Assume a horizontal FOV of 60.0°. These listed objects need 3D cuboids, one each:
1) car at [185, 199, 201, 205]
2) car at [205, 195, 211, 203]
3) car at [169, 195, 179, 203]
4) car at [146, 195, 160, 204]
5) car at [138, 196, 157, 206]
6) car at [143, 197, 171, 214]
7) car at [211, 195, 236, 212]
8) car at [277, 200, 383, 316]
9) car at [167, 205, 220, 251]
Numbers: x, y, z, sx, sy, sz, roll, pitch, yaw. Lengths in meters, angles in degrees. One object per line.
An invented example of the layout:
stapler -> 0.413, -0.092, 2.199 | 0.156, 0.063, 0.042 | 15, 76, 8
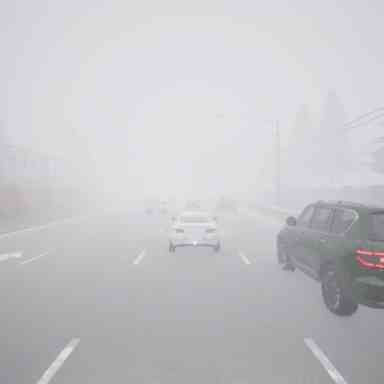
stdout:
car -> 0.094, 1.462, 41.153 | 1.895, 1.301, 4.718 | 0, 0, 0
car -> 3.594, 1.306, 65.355 | 1.812, 1.442, 4.674 | 0, 0, 0
car -> -3.407, 1.271, 61.332 | 1.882, 1.535, 5.008 | 0, 0, 0
car -> -7.006, 1.344, 60.497 | 2.033, 1.411, 5.357 | 0, 0, 0
car -> -7.005, 1.378, 50.294 | 2.033, 1.411, 5.357 | 0, 0, 0
car -> -3.404, 1.489, 33.148 | 1.895, 1.301, 4.718 | 0, 0, 0
car -> 3.596, 1.228, 36.673 | 2.097, 1.767, 4.553 | 0, 0, 0
car -> 3.599, 1.195, 7.592 | 2.150, 2.045, 5.566 | 0, 0, 0
car -> 0.098, 1.479, 13.738 | 1.812, 1.442, 4.674 | 0, 0, 0
